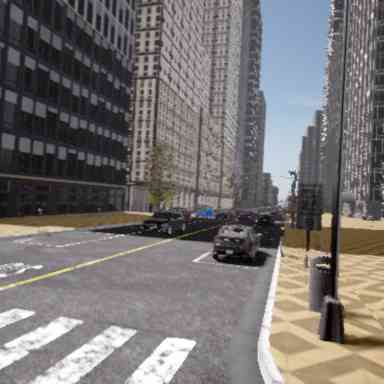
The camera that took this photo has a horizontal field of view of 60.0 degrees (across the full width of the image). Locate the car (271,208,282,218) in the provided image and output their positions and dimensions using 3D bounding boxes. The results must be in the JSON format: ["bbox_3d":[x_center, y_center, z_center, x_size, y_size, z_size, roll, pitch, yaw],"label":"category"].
[{"bbox_3d":[12.753,3.703,52.627,1.947,1.339,4.313,2,-2,16],"label":"car"}]

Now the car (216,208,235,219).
[{"bbox_3d":[4.434,3.006,44.276,1.994,1.385,4.181,3,-2,16],"label":"car"}]

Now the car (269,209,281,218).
[{"bbox_3d":[15.862,4.027,63.472,1.967,1.590,4.097,2,-2,16],"label":"car"}]

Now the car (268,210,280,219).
[{"bbox_3d":[14.303,3.944,58.048,1.802,1.307,4.206,2,-2,16],"label":"car"}]

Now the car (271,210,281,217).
[{"bbox_3d":[17.408,4.377,68.889,1.947,1.339,4.313,2,-2,16],"label":"car"}]

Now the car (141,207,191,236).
[{"bbox_3d":[-1.809,2.044,22.726,1.837,1.490,4.892,3,-1,16],"label":"car"}]

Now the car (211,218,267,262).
[{"bbox_3d":[2.017,2.116,14.651,2.008,1.369,4.403,2,-2,16],"label":"car"}]

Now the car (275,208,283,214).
[{"bbox_3d":[23.615,5.252,90.572,1.887,1.381,4.507,2,-2,16],"label":"car"}]

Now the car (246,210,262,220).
[{"bbox_3d":[9.630,3.488,51.428,1.994,1.385,4.181,3,-1,17],"label":"car"}]

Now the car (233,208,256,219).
[{"bbox_3d":[6.881,3.068,41.643,2.033,1.411,5.357,3,-1,17],"label":"car"}]

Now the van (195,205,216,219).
[{"bbox_3d":[1.619,2.612,44.118,1.690,1.788,3.998,2,-2,16],"label":"van"}]

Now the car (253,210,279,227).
[{"bbox_3d":[8.098,3.028,36.366,1.947,1.339,4.313,2,-2,16],"label":"car"}]

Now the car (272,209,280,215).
[{"bbox_3d":[20.543,4.819,81.035,1.812,1.442,4.674,3,-1,16],"label":"car"}]
